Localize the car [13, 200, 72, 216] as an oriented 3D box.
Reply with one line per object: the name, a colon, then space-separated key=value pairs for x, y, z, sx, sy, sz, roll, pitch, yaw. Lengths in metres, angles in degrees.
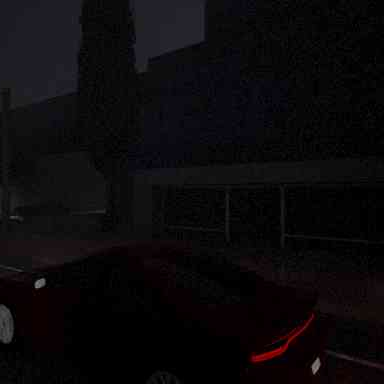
car: x=-14.686 y=1.547 z=32.988 sx=2.033 sy=1.411 sz=5.357 roll=0 pitch=0 yaw=36

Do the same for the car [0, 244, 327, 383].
car: x=-0.846 y=1.478 z=4.589 sx=5.008 sy=1.535 sz=1.882 roll=0 pitch=0 yaw=35
